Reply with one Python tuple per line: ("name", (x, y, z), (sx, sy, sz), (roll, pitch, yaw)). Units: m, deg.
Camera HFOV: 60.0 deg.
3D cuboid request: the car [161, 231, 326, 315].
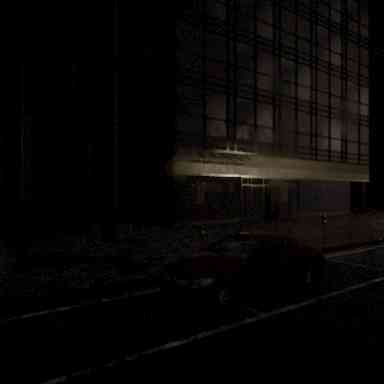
("car", (1.322, 1.581, 7.473), (4.206, 1.307, 1.802), (0, 0, -35))
